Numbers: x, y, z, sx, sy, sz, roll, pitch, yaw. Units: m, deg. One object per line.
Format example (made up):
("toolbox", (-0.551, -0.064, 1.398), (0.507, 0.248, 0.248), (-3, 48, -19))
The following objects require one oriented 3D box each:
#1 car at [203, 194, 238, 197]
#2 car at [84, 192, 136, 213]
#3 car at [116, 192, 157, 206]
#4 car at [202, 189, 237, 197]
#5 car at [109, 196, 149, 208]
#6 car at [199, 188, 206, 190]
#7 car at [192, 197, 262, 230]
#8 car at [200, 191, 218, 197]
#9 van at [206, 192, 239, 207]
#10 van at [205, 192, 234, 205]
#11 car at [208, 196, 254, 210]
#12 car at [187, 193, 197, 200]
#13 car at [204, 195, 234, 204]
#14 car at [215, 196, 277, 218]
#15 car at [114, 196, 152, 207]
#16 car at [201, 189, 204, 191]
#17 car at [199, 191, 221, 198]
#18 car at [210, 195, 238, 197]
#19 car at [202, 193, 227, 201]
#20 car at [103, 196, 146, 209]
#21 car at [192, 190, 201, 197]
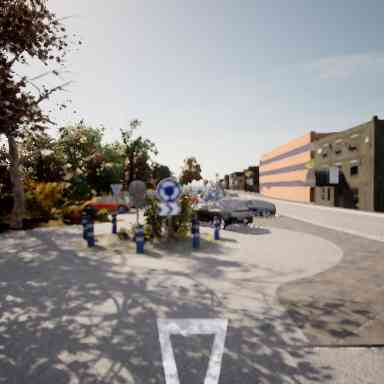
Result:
("car", (4.176, 1.247, 35.151), (5.366, 1.575, 1.946), (0, 0, 0))
("car", (-8.193, 1.130, 32.319), (4.553, 1.767, 2.185), (0, 0, 0))
("car", (-8.153, 0.964, 49.136), (5.566, 2.045, 2.435), (0, 0, 0))
("car", (4.410, 0.978, 43.627), (5.566, 2.045, 2.435), (0, 0, 0))
("car", (-8.166, 1.258, 43.489), (4.792, 1.488, 2.163), (0, 0, 0))
("car", (4.425, 0.656, 74.725), (4.553, 1.767, 2.185), (0, 1, 0))
("car", (1.492, 1.313, 19.990), (2.128, 1.511, 4.902), (-1, 1, -35))
("car", (4.519, 0.528, 88.854), (4.792, 1.488, 2.163), (0, 1, 0))
("van", (4.272, 0.997, 46.453), (4.442, 1.987, 1.878), (0, 0, 0))
("van", (4.285, 0.980, 51.983), (4.442, 1.987, 1.878), (0, 0, 0))
("car", (4.373, 1.243, 37.977), (5.008, 1.535, 2.097), (0, 0, 0))
("car", (0.029, 0.901, 69.496), (1.895, 1.301, 4.718), (0, 1, 0))
("car", (4.406, 1.213, 54.943), (4.674, 1.452, 2.002), (0, 1, 0))
("car", (4.312, 1.300, 26.672), (4.792, 1.488, 2.163), (0, 0, 0))
("car", (-8.159, 1.252, 46.313), (4.792, 1.488, 2.163), (0, 0, 0))
("car", (4.398, 0.883, 63.425), (4.553, 1.767, 2.185), (0, 1, 0))
("car", (4.284, 0.665, 80.378), (5.366, 1.575, 1.946), (0, 1, 0))
("car", (4.352, 1.297, 32.325), (4.674, 1.452, 2.002), (0, 0, 0))
("car", (4.433, 0.992, 66.253), (4.674, 1.452, 2.002), (0, 1, 0))
("car", (-8.209, 1.236, 40.791), (4.892, 1.521, 2.231), (0, 0, 0))
("car", (0.039, 0.957, 59.604), (2.097, 1.767, 4.553), (0, 1, 1))
